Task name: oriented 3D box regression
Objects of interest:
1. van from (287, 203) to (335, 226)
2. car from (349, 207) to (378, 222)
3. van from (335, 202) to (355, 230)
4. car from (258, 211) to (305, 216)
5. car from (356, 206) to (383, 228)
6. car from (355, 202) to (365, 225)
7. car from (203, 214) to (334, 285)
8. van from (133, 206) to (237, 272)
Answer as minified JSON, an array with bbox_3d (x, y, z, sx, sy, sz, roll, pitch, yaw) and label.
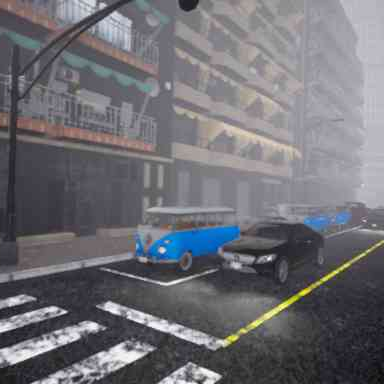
[{"bbox_3d":[6.825,1.592,19.648,1.690,1.788,3.998,2,0,37],"label":"van"},{"bbox_3d":[17.105,2.188,33.079,1.802,1.307,4.206,2,0,37],"label":"car"},{"bbox_3d":[10.254,1.710,24.125,1.690,1.788,3.998,2,0,37],"label":"van"},{"bbox_3d":[3.389,1.715,15.171,1.802,1.307,4.206,2,0,37],"label":"car"},{"bbox_3d":[14.569,2.038,25.711,2.033,1.411,5.357,1,0,38],"label":"car"},{"bbox_3d":[13.684,1.803,28.602,2.192,1.841,5.009,2,0,37],"label":"car"},{"bbox_3d":[2.556,1.604,10.033,1.812,1.442,4.674,1,0,39],"label":"car"},{"bbox_3d":[-0.033,1.357,10.694,1.690,1.788,3.998,2,0,37],"label":"van"}]
